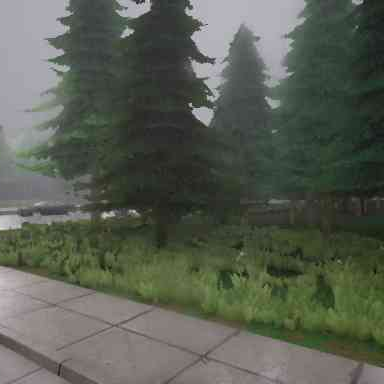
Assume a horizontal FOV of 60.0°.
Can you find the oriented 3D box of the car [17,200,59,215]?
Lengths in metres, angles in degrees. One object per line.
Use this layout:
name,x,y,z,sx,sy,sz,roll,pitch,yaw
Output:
car,-12.702,1.451,29.323,1.882,1.535,5.008,0,0,35
